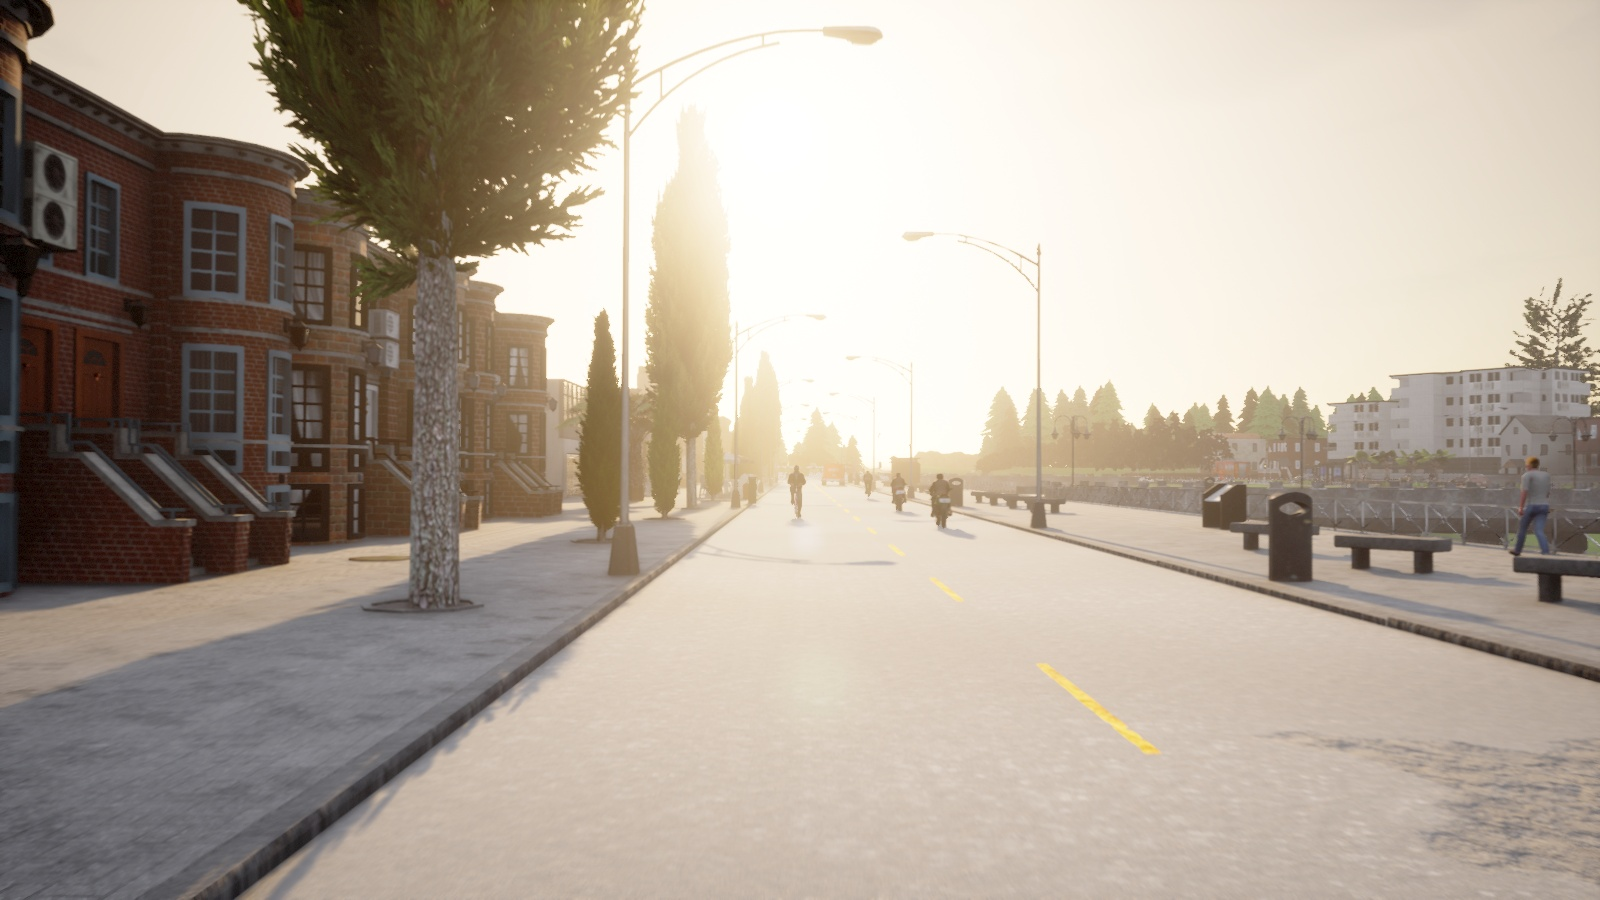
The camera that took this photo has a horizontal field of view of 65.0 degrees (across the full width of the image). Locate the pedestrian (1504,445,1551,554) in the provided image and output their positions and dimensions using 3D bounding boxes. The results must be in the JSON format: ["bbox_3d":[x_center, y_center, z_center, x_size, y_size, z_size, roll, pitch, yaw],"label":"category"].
[{"bbox_3d":[12.417,0.834,21.446,0.354,1.836,0.706,0,-1,-2],"label":"pedestrian"}]

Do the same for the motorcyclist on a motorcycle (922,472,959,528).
[{"bbox_3d":[3.909,1.368,35.033,0.797,1.523,2.044,0,-1,0],"label":"motorcyclist on a motorcycle"}]

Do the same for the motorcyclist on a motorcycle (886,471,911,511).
[{"bbox_3d":[3.872,1.608,49.386,0.797,1.523,2.044,0,-1,0],"label":"motorcyclist on a motorcycle"}]
